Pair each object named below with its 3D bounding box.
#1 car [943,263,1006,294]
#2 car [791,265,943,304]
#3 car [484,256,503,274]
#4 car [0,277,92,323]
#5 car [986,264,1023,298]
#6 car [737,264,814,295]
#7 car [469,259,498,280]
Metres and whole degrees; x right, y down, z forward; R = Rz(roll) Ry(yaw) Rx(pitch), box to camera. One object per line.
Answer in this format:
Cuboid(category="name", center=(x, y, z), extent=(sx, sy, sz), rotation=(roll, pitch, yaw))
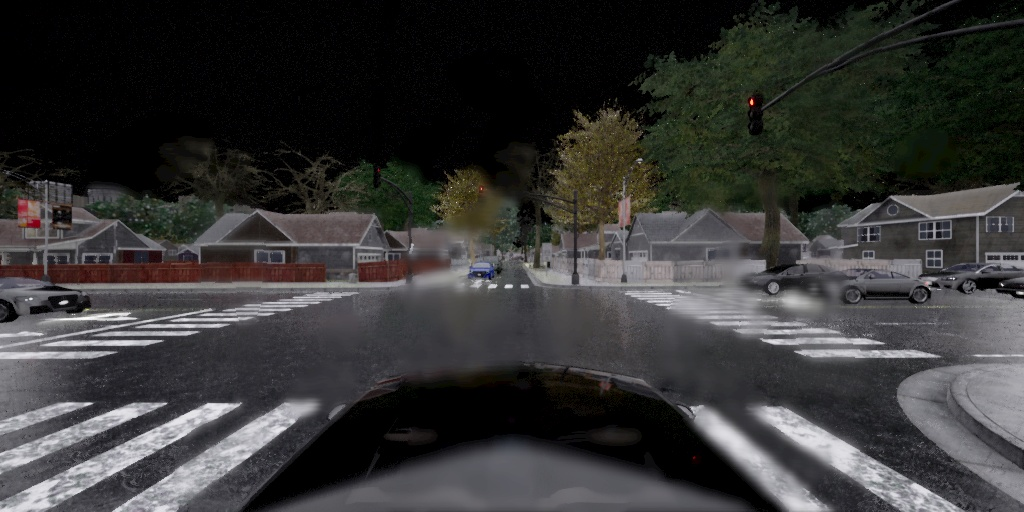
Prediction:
Cuboid(category="car", center=(23.593, 1.093, 18.197), extent=(4.902, 1.511, 2.128), rotation=(0, 0, 1))
Cuboid(category="car", center=(14.717, 1.217, 15.087), extent=(4.181, 1.385, 1.994), rotation=(0, 0, 1))
Cuboid(category="car", center=(-2.397, 0.993, 41.665), extent=(2.150, 2.045, 5.566), rotation=(0, 0, 1))
Cuboid(category="car", center=(-17.120, 1.407, 12.145), extent=(4.181, 1.385, 1.994), rotation=(0, 0, 1))
Cuboid(category="car", center=(23.954, 1.149, 14.939), extent=(5.357, 1.411, 2.033), rotation=(0, 0, 1))
Cuboid(category="car", center=(14.263, 1.158, 18.335), extent=(4.892, 1.490, 1.837), rotation=(0, 0, 2))
Cuboid(category="car", center=(-2.592, 1.241, 31.429), extent=(1.882, 1.535, 5.008), rotation=(0, 0, 1))
